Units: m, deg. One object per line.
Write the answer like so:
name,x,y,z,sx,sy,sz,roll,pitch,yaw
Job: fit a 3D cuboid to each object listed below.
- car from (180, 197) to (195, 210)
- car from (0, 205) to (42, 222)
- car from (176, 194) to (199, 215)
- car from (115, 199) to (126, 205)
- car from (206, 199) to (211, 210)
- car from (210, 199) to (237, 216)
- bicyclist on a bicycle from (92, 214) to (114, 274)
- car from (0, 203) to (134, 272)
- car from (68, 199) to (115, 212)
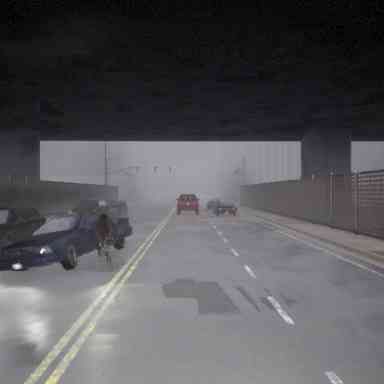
car,-0.623,1.477,44.985,1.882,1.535,5.008,0,0,-1
car,-7.260,1.351,12.593,2.097,1.767,4.553,0,0,-1
car,-0.422,1.221,34.276,2.150,2.045,5.566,0,0,-1
car,-7.507,1.491,32.464,2.128,1.511,4.902,0,0,-1
car,2.986,1.564,43.521,1.994,1.385,4.181,0,0,-1
car,3.151,1.601,32.814,1.895,1.301,4.718,0,0,-1
bicyclist on a bicycle,-2.547,1.388,9.483,0.582,1.620,1.656,-7,15,-28
car,-3.766,1.418,10.914,2.033,1.411,5.357,-9,-1,15
car,-7.358,1.351,24.095,2.097,1.767,4.553,0,0,0
